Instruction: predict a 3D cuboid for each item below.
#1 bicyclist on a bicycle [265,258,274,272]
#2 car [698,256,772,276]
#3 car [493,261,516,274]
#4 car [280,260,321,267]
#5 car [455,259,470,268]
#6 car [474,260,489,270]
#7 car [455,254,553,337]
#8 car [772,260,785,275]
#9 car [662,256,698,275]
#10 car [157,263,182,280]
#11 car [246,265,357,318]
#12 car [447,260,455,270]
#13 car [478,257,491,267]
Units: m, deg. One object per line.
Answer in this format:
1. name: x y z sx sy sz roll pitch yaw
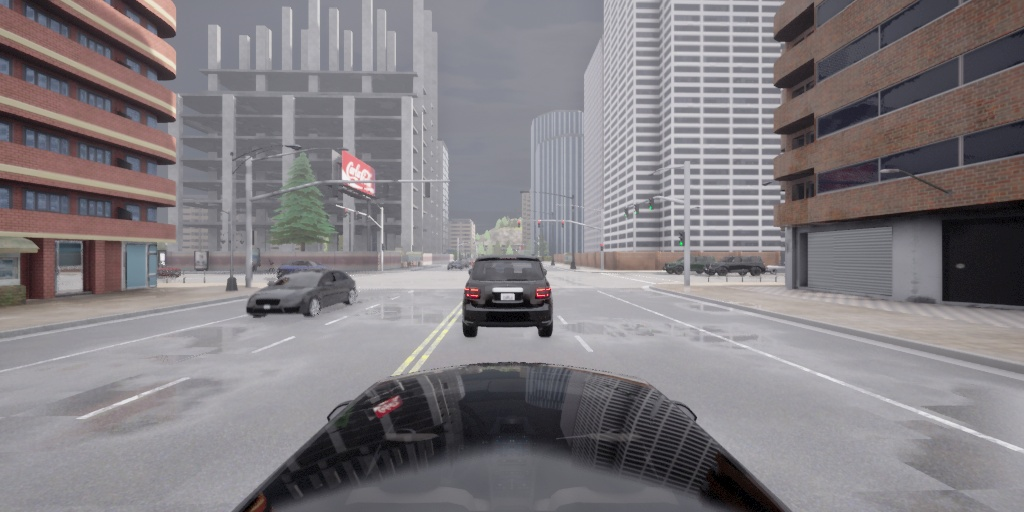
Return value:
1. bicyclist on a bicycle: -28.705 1.051 42.519 0.582 1.620 1.656 0 0 -1
2. car: 21.996 0.971 35.550 5.566 2.045 2.150 0 0 -2
3. car: -0.842 1.297 43.451 2.033 1.411 5.357 0 0 7
4. car: -17.505 1.102 30.917 4.553 1.767 2.097 0 0 -3
5. car: -8.272 1.255 60.361 1.837 1.490 4.892 0 0 -1
6. car: -4.666 1.314 54.620 1.994 1.385 4.181 0 0 -1
7. car: -0.120 0.971 10.397 2.150 2.045 5.566 0 0 -1
8. car: 29.515 1.351 39.231 4.718 1.301 1.895 0 0 -1
9. car: 19.385 0.972 38.980 5.566 2.045 2.150 0 0 -1
10. car: -31.065 1.227 30.471 5.008 1.535 1.882 0 0 -1
11. car: -7.321 1.254 13.061 1.837 1.490 4.892 0 0 -1
12. car: -8.112 1.313 51.790 1.994 1.385 4.181 0 0 -1
13. car: -4.830 1.102 64.311 2.097 1.767 4.553 0 0 -1
